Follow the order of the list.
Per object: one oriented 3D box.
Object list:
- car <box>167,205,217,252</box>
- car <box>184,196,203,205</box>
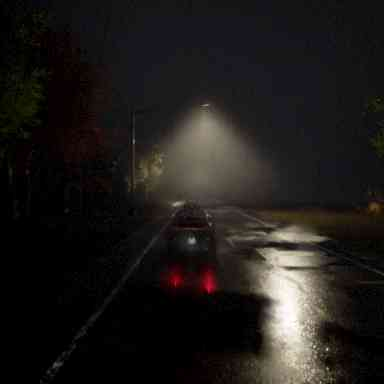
[{"bbox_3d":[-0.005,1.500,13.864,2.128,1.511,4.902,0,0,0],"label":"car"},{"bbox_3d":[-0.014,1.575,41.718,1.994,1.385,4.181,0,0,0],"label":"car"}]
